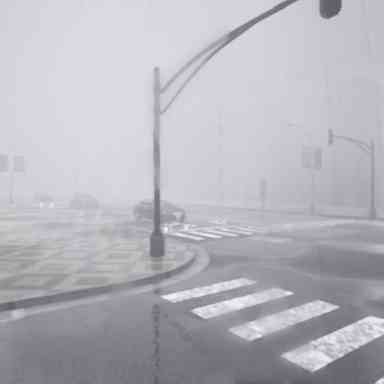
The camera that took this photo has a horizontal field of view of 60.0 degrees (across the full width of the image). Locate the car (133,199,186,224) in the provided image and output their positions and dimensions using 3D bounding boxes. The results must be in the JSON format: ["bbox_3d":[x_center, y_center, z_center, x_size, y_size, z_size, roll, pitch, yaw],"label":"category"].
[{"bbox_3d":[-2.272,1.241,22.351,2.128,1.511,4.902,0,1,-36],"label":"car"}]

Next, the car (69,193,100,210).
[{"bbox_3d":[-11.264,0.883,34.844,2.097,1.767,4.553,0,1,-36],"label":"car"}]

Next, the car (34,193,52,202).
[{"bbox_3d":[-22.925,0.839,51.201,1.895,1.301,4.718,0,1,-36],"label":"car"}]
